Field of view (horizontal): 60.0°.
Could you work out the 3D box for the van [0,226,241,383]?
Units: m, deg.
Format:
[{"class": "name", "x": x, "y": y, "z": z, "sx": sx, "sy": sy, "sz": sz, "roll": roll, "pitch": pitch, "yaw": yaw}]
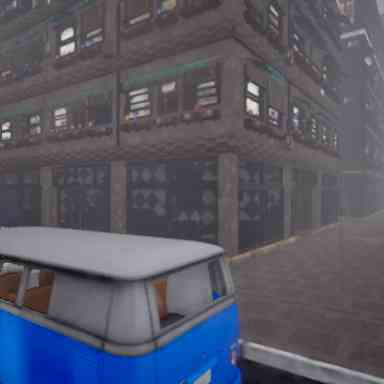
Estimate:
[{"class": "van", "x": -1.424, "y": 1.372, "z": 3.874, "sx": 3.998, "sy": 1.788, "sz": 1.690, "roll": -1, "pitch": 0, "yaw": 36}]
